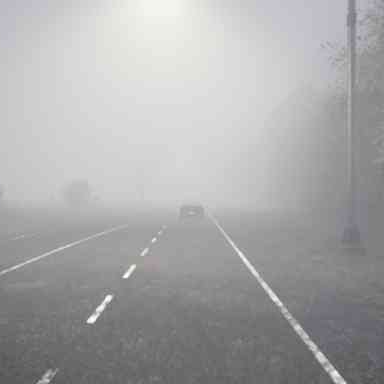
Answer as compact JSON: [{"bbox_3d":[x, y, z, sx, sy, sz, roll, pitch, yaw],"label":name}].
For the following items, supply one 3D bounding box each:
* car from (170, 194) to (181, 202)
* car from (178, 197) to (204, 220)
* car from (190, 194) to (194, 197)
[{"bbox_3d":[-3.535,1.264,71.915,2.097,1.767,4.553,0,0,0],"label":"car"},{"bbox_3d":[-0.014,1.452,28.033,1.882,1.535,5.008,0,0,0],"label":"car"},{"bbox_3d":[-0.030,1.483,56.119,2.033,1.411,5.357,0,0,0],"label":"car"}]
